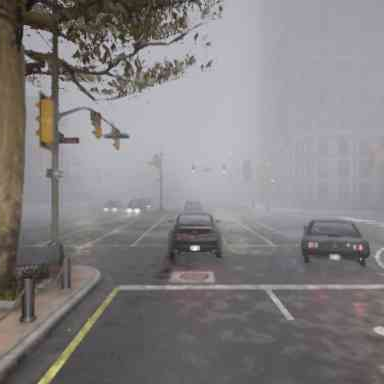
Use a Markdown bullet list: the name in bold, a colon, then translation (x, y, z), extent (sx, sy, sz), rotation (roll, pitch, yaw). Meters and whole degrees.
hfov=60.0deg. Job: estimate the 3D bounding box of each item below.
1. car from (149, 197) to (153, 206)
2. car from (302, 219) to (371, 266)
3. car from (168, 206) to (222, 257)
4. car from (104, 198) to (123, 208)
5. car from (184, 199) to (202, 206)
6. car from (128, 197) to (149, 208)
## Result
- **car**: translation (-8.014, 1.594, 58.195), extent (1.837, 1.490, 4.892), rotation (0, 0, 0)
- **car**: translation (4.953, 1.620, 11.829), extent (1.895, 1.301, 4.718), rotation (0, 0, 20)
- **car**: translation (0.101, 1.527, 13.040), extent (1.837, 1.490, 4.892), rotation (0, 0, 0)
- **car**: translation (-11.514, 1.640, 49.253), extent (1.994, 1.385, 4.181), rotation (0, 0, 0)
- **car**: translation (0.104, 1.551, 38.055), extent (2.128, 1.511, 4.902), rotation (0, 0, 0)
- **car**: translation (-8.024, 1.567, 48.601), extent (2.128, 1.511, 4.902), rotation (0, 0, 0)
